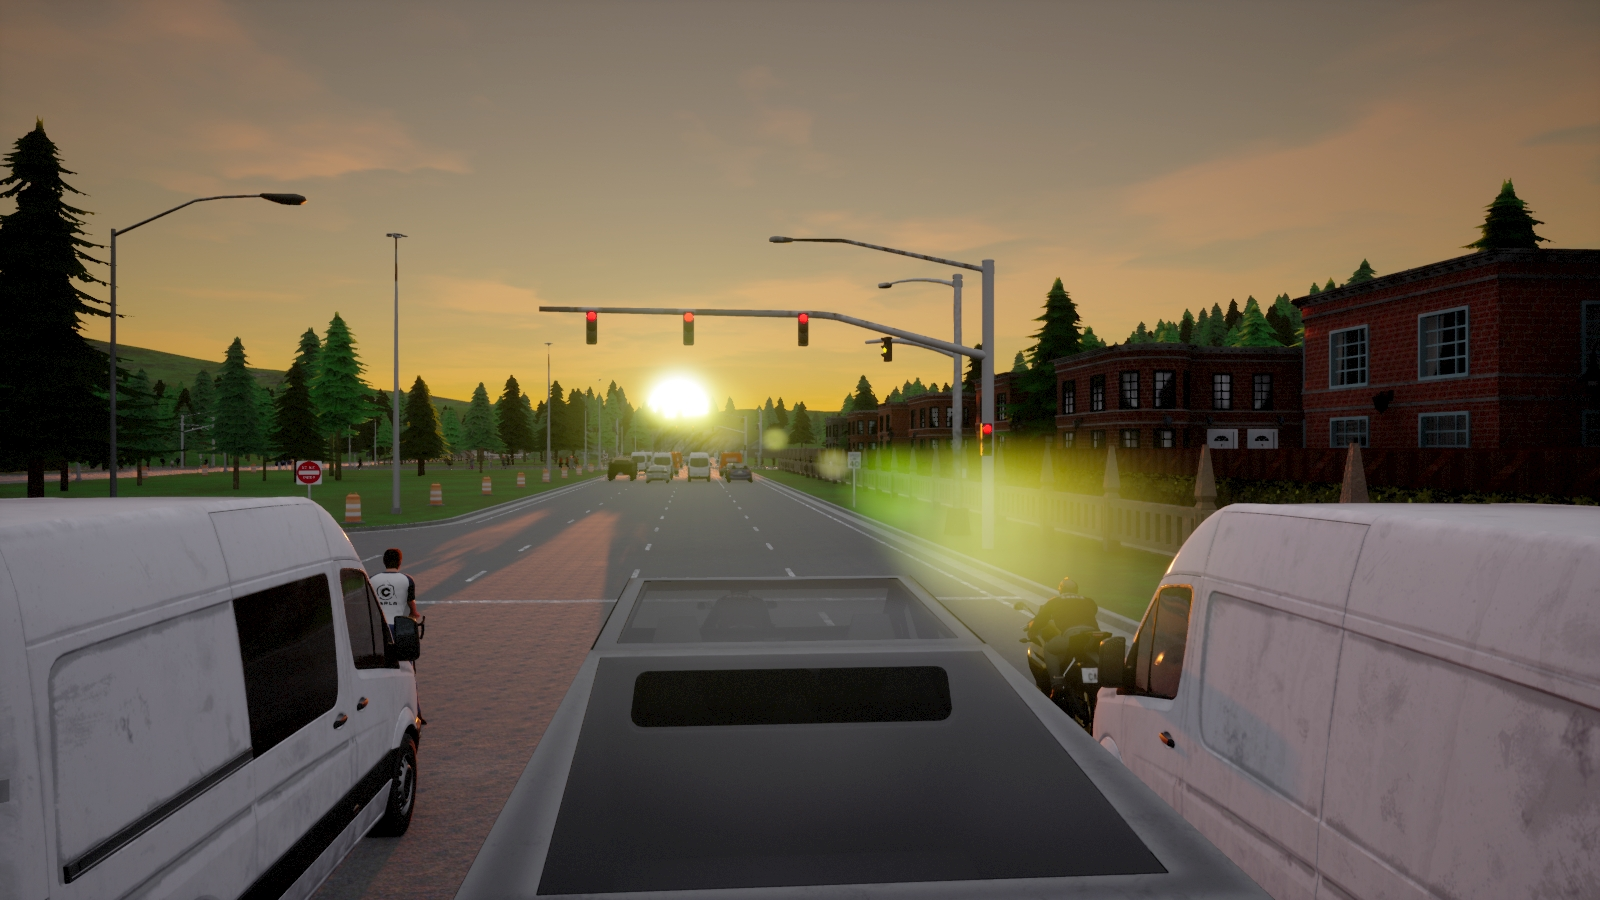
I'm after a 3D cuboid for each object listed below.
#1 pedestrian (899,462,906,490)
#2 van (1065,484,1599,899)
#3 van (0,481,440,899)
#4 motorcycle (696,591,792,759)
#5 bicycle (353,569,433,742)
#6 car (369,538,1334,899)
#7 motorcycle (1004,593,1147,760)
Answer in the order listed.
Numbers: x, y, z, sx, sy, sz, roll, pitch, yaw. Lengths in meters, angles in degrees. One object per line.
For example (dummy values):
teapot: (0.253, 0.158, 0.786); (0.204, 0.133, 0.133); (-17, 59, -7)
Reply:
pedestrian: (6.754, 1.698, 75.500); (0.375, 1.860, 0.375); (0, 0, -5)
van: (3.020, 1.534, 5.590); (1.988, 2.561, 5.915); (0, 0, -1)
van: (-3.677, 1.534, 6.378); (1.988, 2.561, 5.915); (0, 0, -5)
motorcycle: (-0.613, 2.205, 11.622); (0.867, 1.251, 2.209); (0, 0, -6)
bicycle: (-4.173, 2.056, 11.794); (0.373, 1.496, 1.643); (0, 0, -5)
car: (-0.117, 1.754, 5.929); (2.390, 2.098, 6.274); (0, 0, -5)
motorcycle: (2.714, 2.205, 11.543); (0.867, 1.251, 2.209); (0, 0, -2)
